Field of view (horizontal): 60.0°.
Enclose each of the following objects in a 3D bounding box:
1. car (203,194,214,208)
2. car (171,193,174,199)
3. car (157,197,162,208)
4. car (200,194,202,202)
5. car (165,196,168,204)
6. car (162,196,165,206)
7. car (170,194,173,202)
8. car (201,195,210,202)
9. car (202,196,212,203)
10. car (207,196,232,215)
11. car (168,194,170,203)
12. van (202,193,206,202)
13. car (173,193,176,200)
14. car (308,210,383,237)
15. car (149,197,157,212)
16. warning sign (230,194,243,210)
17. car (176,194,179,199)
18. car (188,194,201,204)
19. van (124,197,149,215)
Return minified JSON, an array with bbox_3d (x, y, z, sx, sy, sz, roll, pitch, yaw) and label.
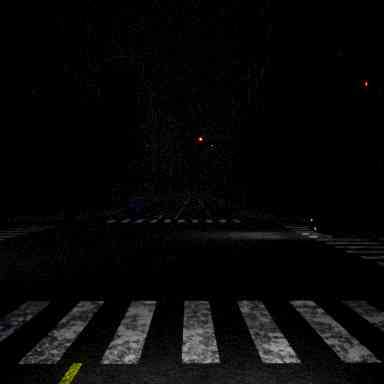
[{"bbox_3d":[2.892,1.443,44.718,1.967,1.590,4.097,0,0,0],"label":"car"},{"bbox_3d":[-5.488,1.543,73.099,1.887,1.381,4.507,0,0,0],"label":"car"},{"bbox_3d":[-5.633,1.569,44.758,1.947,1.339,4.313,0,0,0],"label":"car"},{"bbox_3d":[2.980,1.527,61.896,1.752,1.417,4.829,0,0,0],"label":"car"},{"bbox_3d":[-5.575,1.568,56.095,1.947,1.339,4.313,0,0,0],"label":"car"},{"bbox_3d":[-5.604,1.585,50.427,1.802,1.307,4.206,0,0,0],"label":"car"},{"bbox_3d":[-5.517,1.566,67.431,1.947,1.339,4.313,0,0,0],"label":"car"},{"bbox_3d":[3.067,1.437,78.734,1.967,1.590,4.097,0,0,0],"label":"car"},{"bbox_3d":[3.009,1.551,67.395,2.008,1.369,4.403,0,0,0],"label":"car"},{"bbox_3d":[2.834,1.442,33.380,1.967,1.590,4.097,0,0,0],"label":"car"},{"bbox_3d":[-5.547,1.527,61.593,1.752,1.417,4.829,0,0,0],"label":"car"},{"bbox_3d":[2.950,1.344,56.057,1.690,1.788,3.998,0,0,0],"label":"van"},{"bbox_3d":[-5.460,1.522,78.598,1.752,1.417,4.829,0,0,0],"label":"car"},{"bbox_3d":[8.681,1.611,17.432,4.718,1.301,1.895,0,0,0],"label":"car"},{"bbox_3d":[-5.662,1.443,39.090,1.967,1.590,4.097,0,0,0],"label":"car"},{"bbox_3d":[5.266,1.118,39.362,1.300,1.860,1.060,0,0,0],"label":"warning sign"},{"bbox_3d":[-5.401,1.307,90.104,2.192,1.841,5.009,0,0,0],"label":"car"},{"bbox_3d":[0.324,1.565,63.753,1.994,1.385,4.181,0,0,0],"label":"car"},{"bbox_3d":[-5.692,1.343,33.422,1.690,1.788,3.998,0,0,0],"label":"van"}]
